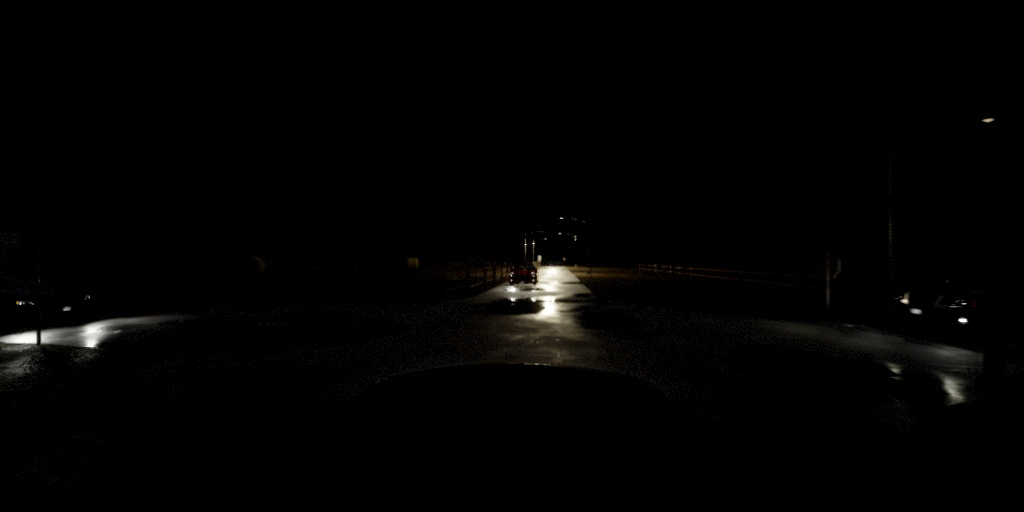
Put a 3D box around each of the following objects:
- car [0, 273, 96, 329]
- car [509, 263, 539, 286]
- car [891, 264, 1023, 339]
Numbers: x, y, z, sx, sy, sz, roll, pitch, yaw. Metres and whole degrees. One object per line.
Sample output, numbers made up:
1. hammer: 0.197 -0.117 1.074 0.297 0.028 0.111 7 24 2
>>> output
1. car: -15.043 1.208 10.481 4.674 1.442 1.812 1 0 6
2. car: 1.015 1.376 28.510 2.097 1.767 4.553 0 -1 7
3. car: 14.152 1.244 9.859 5.566 2.045 2.150 1 0 5
